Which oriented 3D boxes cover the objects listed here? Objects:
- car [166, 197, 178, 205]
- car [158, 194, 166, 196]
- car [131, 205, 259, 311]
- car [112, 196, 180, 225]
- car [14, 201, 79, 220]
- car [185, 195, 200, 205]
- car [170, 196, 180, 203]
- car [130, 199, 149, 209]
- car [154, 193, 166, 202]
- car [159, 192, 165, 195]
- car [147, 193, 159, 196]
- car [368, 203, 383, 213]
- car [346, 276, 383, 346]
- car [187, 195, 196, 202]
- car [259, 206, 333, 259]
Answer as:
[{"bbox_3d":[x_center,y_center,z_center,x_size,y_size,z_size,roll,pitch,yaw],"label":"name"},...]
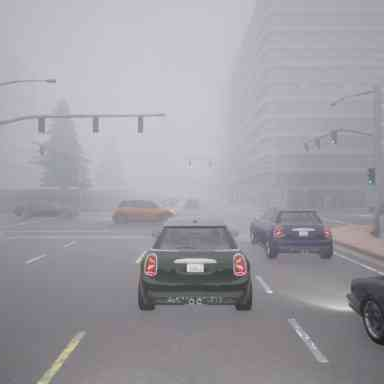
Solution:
[{"bbox_3d":[-3.598,1.564,60.927,1.994,1.385,4.181,0,0,0],"label":"car"},{"bbox_3d":[-3.620,1.491,51.040,2.128,1.511,4.902,0,0,0],"label":"car"},{"bbox_3d":[0.067,1.352,7.948,2.097,1.767,4.553,0,0,0],"label":"car"},{"bbox_3d":[-3.133,1.335,23.152,4.553,1.767,2.097,0,0,0],"label":"car"},{"bbox_3d":[-11.730,1.460,27.026,4.902,1.511,2.128,1,0,-7],"label":"car"},{"bbox_3d":[0.039,1.491,45.697,2.128,1.511,4.902,0,0,1],"label":"car"},{"bbox_3d":[-3.532,1.595,71.058,1.895,1.301,4.718,0,0,0],"label":"car"},{"bbox_3d":[-7.121,1.601,45.569,1.895,1.301,4.718,0,0,0],"label":"car"},{"bbox_3d":[-7.033,1.225,74.523,2.150,2.045,5.566,0,0,0],"label":"car"},{"bbox_3d":[-7.077,1.221,63.878,2.150,2.045,5.566,0,0,0],"label":"car"},{"bbox_3d":[-7.114,1.352,54.464,2.097,1.767,4.553,0,0,0],"label":"car"},{"bbox_3d":[19.922,1.492,32.423,5.357,1.411,2.033,0,0,-18],"label":"car"},{"bbox_3d":[3.597,1.547,3.313,2.033,1.411,5.357,0,0,0],"label":"car"},{"bbox_3d":[-0.036,1.525,81.084,2.128,1.511,4.902,0,0,0],"label":"car"},{"bbox_3d":[3.581,1.352,12.788,2.097,1.767,4.553,0,0,0],"label":"car"}]
